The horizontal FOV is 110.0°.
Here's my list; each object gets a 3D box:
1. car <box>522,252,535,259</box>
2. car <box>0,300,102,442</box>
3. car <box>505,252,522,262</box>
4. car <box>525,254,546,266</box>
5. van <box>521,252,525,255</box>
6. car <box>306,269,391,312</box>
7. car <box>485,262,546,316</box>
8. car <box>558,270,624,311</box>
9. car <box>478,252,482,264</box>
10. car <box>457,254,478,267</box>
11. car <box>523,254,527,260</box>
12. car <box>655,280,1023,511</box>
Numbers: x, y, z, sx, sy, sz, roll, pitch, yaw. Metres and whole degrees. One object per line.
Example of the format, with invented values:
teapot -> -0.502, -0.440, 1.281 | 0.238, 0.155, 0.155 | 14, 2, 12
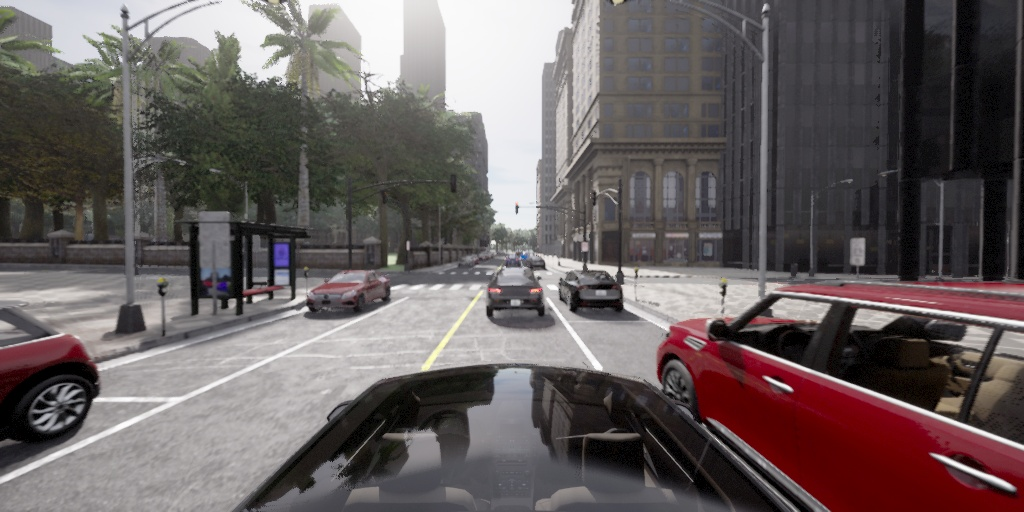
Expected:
car -> 2.760, 0.558, 50.649 | 1.751, 1.417, 4.829 | 0, 0, 0
car -> -5.763, 1.180, 2.370 | 1.967, 1.591, 4.097 | 0, 0, 0
car -> 0.098, 0.595, 48.030 | 1.812, 1.442, 4.674 | 0, 1, 0
car -> 2.760, 0.760, 39.639 | 1.948, 1.339, 4.313 | 0, 0, 0
van -> 2.759, 0.291, 55.898 | 1.690, 1.789, 3.998 | 0, 0, 0
car -> -5.764, 1.166, 13.222 | 1.802, 1.307, 4.207 | 0, 0, 0
car -> 0.095, 1.121, 12.451 | 1.812, 1.442, 4.674 | 0, 1, 0
car -> 2.762, 1.149, 13.205 | 1.948, 1.339, 4.313 | 0, 0, 0
car -> -5.766, 0.472, 50.497 | 1.967, 1.591, 4.097 | 0, 0, 0
car -> -5.765, 0.664, 45.078 | 2.007, 1.370, 4.403 | 0, 0, 0
car -> 2.760, 0.679, 45.059 | 1.948, 1.339, 4.313 | 0, 0, 0
car -> 2.762, 1.055, 2.355 | 2.192, 1.841, 5.009 | 0, 0, 0
